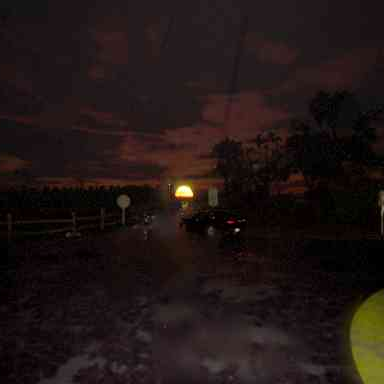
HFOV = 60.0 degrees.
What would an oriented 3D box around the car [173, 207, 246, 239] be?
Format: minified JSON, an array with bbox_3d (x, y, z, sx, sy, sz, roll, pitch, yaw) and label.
[{"bbox_3d":[1.079,1.762,19.303,1.837,1.490,4.892,-3,1,-32],"label":"car"}]

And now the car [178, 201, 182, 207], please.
[{"bbox_3d":[-2.856,2.145,48.014,1.882,1.535,5.008,0,-1,0],"label":"car"}]

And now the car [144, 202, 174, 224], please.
[{"bbox_3d":[-2.885,1.893,28.392,1.837,1.490,4.892,0,-1,1],"label":"car"}]

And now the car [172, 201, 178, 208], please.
[{"bbox_3d":[-2.864,2.026,37.881,1.837,1.490,4.892,0,-1,0],"label":"car"}]
